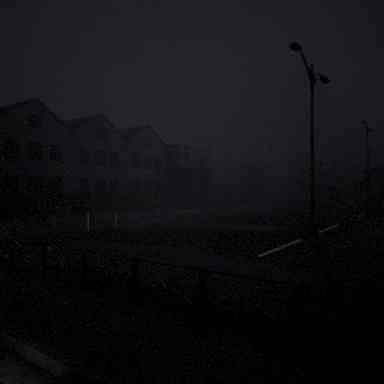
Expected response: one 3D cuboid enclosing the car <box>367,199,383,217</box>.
[{"bbox_3d":[15.411,1.298,26.818,2.007,1.523,4.514,0,0,35],"label":"car"}]
